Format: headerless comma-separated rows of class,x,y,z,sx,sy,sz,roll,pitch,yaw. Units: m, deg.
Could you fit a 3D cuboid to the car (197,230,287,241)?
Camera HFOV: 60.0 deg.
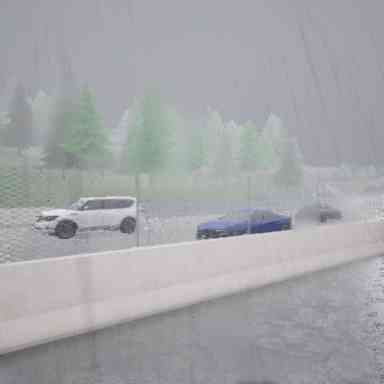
car,2.408,1.497,14.763,5.008,1.535,1.882,0,0,-39
